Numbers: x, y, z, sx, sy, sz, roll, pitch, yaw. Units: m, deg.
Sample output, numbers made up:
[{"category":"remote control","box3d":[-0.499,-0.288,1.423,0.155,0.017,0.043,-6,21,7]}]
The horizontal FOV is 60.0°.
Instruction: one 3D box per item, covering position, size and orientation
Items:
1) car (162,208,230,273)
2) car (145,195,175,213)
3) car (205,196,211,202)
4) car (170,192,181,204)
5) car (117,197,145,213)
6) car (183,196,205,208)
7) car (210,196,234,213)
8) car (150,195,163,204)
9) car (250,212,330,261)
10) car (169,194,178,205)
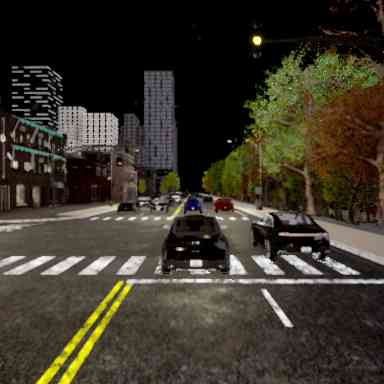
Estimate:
[{"category":"car","box3d":[0.102,1.483,10.567,1.837,1.490,4.892,0,0,0]},{"category":"car","box3d":[-3.337,1.411,35.498,2.128,1.511,4.902,0,0,0]},{"category":"car","box3d":[3.257,1.410,65.569,1.994,1.385,4.181,0,0,0]},{"category":"car","box3d":[-3.271,1.072,61.933,2.150,2.045,5.566,0,1,1]},{"category":"car","box3d":[-6.588,1.484,35.184,1.994,1.385,4.181,0,0,0]},{"category":"car","box3d":[0.104,1.445,35.429,1.812,1.442,4.674,0,0,0]},{"category":"car","box3d":[3.354,1.395,35.955,1.882,1.535,5.008,0,0,0]},{"category":"car","box3d":[-6.514,1.384,60.811,1.812,1.442,4.674,0,0,0]},{"category":"car","box3d":[3.353,1.465,12.179,2.128,1.511,4.902,0,0,0]},{"category":"car","box3d":[-3.325,1.395,46.801,1.837,1.490,4.892,0,1,0]}]
